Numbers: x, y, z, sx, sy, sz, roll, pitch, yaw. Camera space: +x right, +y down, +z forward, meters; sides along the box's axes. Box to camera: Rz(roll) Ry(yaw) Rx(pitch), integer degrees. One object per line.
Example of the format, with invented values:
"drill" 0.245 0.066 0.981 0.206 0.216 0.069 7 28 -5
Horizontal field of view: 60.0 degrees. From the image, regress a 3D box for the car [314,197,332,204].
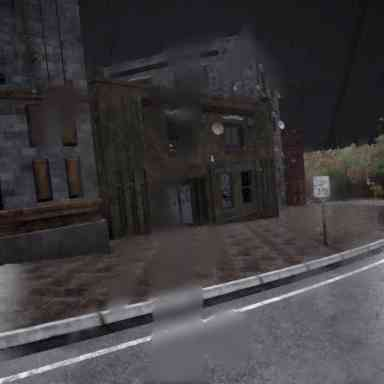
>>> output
"car" 26.955 1.748 68.577 1.994 1.385 4.181 -6 -2 -8
